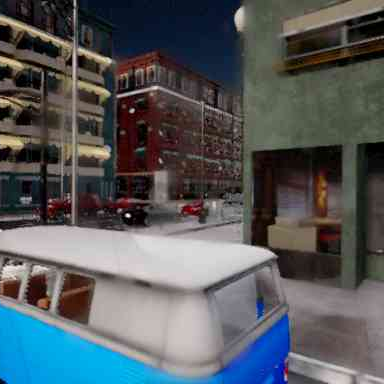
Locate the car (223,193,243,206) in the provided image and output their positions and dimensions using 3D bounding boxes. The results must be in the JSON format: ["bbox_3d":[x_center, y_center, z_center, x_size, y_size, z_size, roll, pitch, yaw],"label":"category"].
[{"bbox_3d":[4.919,0.928,41.293,2.128,1.511,4.902,1,1,35],"label":"car"}]

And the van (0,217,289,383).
[{"bbox_3d":[-0.997,1.341,3.577,3.998,1.788,1.690,0,0,36],"label":"van"}]

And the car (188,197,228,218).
[{"bbox_3d":[0.735,1.286,25.281,1.802,1.307,4.206,2,2,35],"label":"car"}]

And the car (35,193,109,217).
[{"bbox_3d":[-9.299,1.036,25.568,2.192,1.841,5.009,2,2,35],"label":"car"}]

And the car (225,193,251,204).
[{"bbox_3d":[6.716,0.885,48.360,1.947,1.339,4.313,2,2,35],"label":"car"}]

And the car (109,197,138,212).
[{"bbox_3d":[-6.098,1.185,30.131,1.887,1.381,4.507,2,2,35],"label":"car"}]

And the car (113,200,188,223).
[{"bbox_3d":[-2.469,1.350,20.724,1.947,1.339,4.313,2,2,35],"label":"car"}]
